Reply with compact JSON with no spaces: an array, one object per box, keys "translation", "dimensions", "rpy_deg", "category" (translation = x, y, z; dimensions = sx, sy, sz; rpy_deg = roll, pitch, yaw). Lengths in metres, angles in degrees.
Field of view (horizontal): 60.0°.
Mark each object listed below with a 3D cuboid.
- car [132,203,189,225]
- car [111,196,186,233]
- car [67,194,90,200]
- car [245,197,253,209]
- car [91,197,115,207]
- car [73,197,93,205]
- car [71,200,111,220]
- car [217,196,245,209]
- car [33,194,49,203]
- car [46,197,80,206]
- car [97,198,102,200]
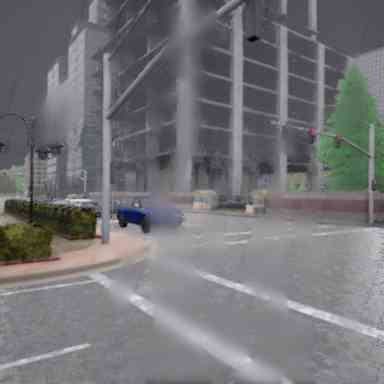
[{"translation":[-2.657,1.657,26.338],"dimensions":[2.033,1.411,5.357],"rpy_deg":[1,-1,-36],"category":"car"},{"translation":[-2.761,1.287,20.544],"dimensions":[2.150,2.045,5.566],"rpy_deg":[1,-1,-34],"category":"car"},{"translation":[-14.620,1.330,42.873],"dimensions":[2.150,2.045,5.566],"rpy_deg":[1,-1,-36],"category":"car"},{"translation":[7.895,1.569,51.184],"dimensions":[1.905,1.878,3.866],"rpy_deg":[1,-1,-36],"category":"car"},{"translation":[-14.928,1.689,55.532],"dimensions":[2.128,1.511,4.902],"rpy_deg":[1,-1,-36],"category":"car"},{"translation":[-21.024,1.689,63.948],"dimensions":[2.128,1.511,4.902],"rpy_deg":[1,-1,-36],"category":"car"},{"translation":[-8.305,1.629,28.146],"dimensions":[1.994,1.385,4.181],"rpy_deg":[1,-1,-37],"category":"car"},{"translation":[5.503,1.532,49.472],"dimensions":[1.905,1.878,3.866],"rpy_deg":[1,-1,-36],"category":"car"},{"translation":[-20.273,1.285,44.731],"dimensions":[2.150,2.045,5.566],"rpy_deg":[1,-1,-36],"category":"car"},{"translation":[-14.000,1.590,36.036],"dimensions":[1.812,1.442,4.674],"rpy_deg":[1,-1,-36],"category":"car"},{"translation":[-8.512,1.634,34.437],"dimensions":[1.812,1.442,4.674],"rpy_deg":[1,-1,-36],"category":"car"}]
